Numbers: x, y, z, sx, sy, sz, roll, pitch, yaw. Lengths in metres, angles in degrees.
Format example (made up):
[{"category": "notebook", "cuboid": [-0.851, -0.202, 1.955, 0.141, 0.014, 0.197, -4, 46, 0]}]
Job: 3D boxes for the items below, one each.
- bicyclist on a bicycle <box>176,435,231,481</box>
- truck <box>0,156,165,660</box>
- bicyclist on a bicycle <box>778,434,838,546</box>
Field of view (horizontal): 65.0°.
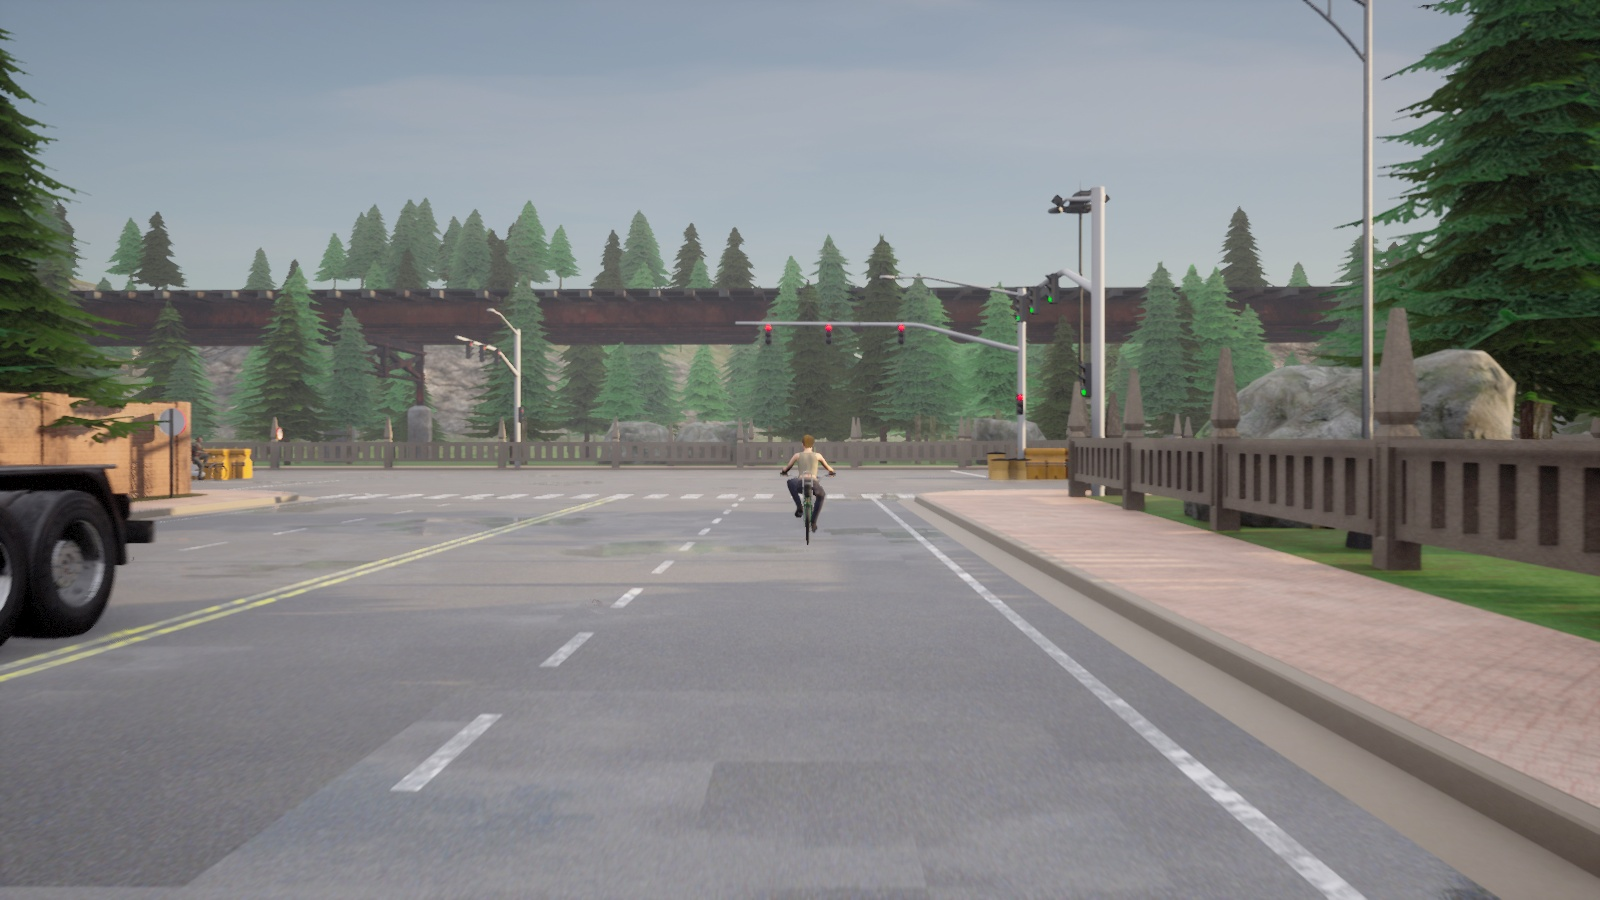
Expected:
[{"category": "bicyclist on a bicycle", "cuboid": [-23.309, 0.322, 49.058, 1.843, 1.776, 0.659, 0, 0, 1]}, {"category": "truck", "cuboid": [-6.945, -0.280, 6.871, 2.891, 3.462, 7.936, 0, 0, 0]}, {"category": "bicyclist on a bicycle", "cuboid": [0.117, 0.576, 18.915, 0.866, 1.612, 1.509, 0, 0, 1]}]
